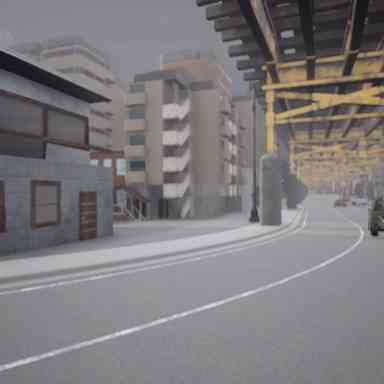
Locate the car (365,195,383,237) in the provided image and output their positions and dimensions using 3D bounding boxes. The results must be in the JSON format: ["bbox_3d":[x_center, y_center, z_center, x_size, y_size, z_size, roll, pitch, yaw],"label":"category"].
[{"bbox_3d":[11.156,1.346,18.577,2.150,2.045,5.566,0,0,26],"label":"car"}]

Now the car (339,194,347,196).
[{"bbox_3d":[40.071,1.776,86.847,1.994,1.385,4.181,0,0,20],"label":"car"}]

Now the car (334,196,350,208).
[{"bbox_3d":[25.192,1.900,56.418,1.837,1.490,4.892,0,0,20],"label":"car"}]

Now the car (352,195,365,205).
[{"bbox_3d":[35.004,1.657,69.647,2.150,2.045,5.566,0,0,20],"label":"car"}]
